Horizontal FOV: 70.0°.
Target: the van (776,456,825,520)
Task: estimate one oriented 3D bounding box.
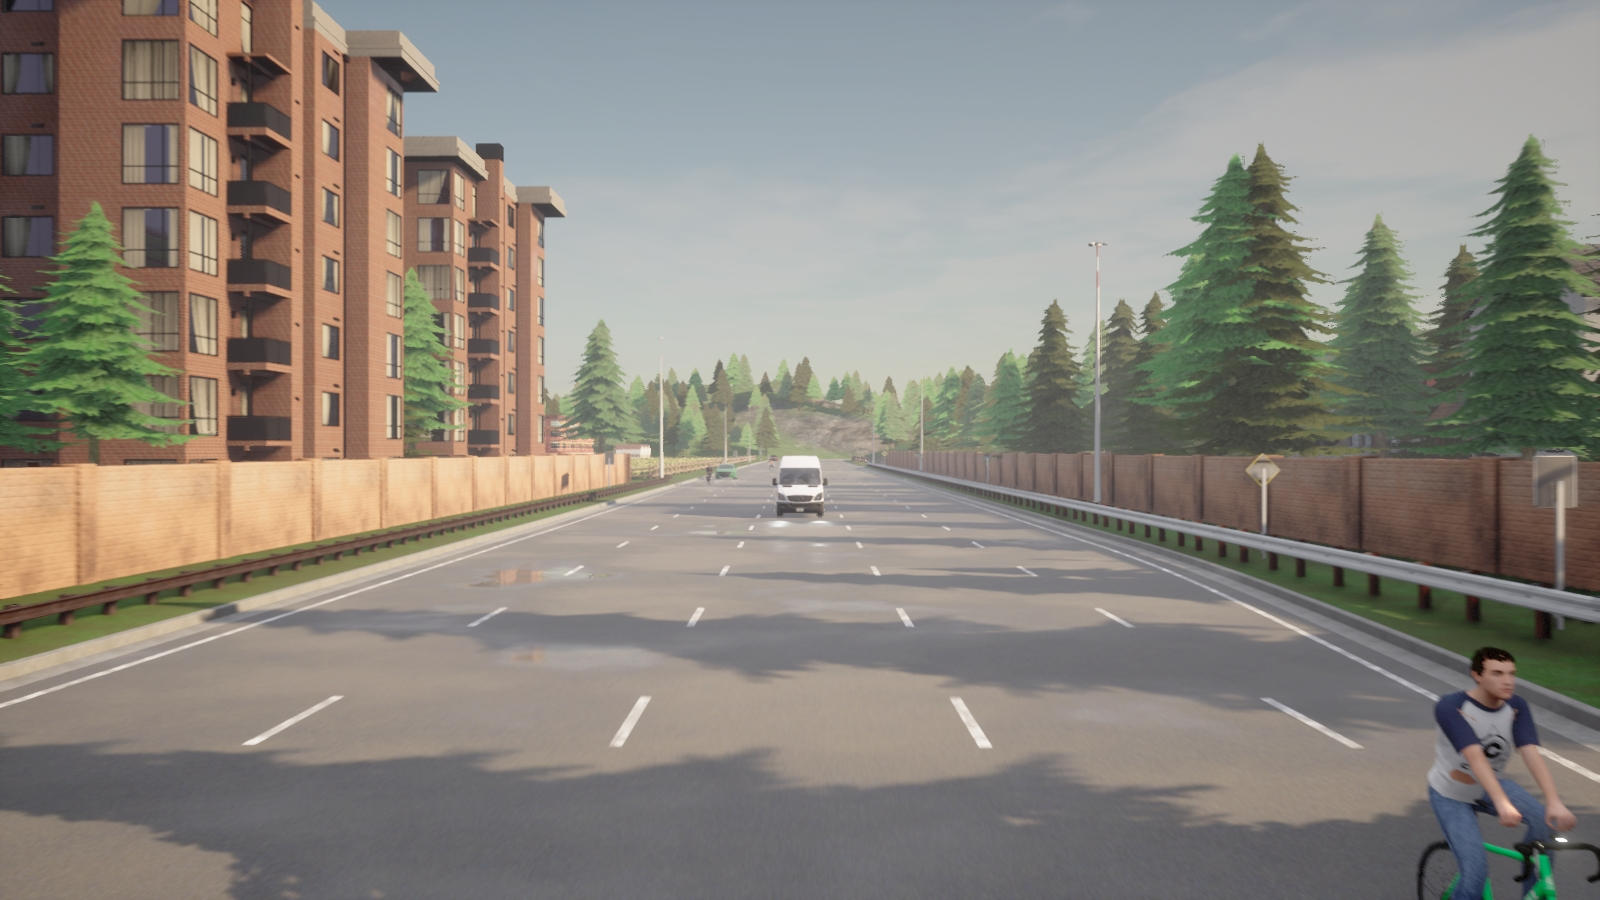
[{"bbox_3d":[0.007,1.534,49.091,1.988,2.561,5.915,0,0,0],"label":"van"}]

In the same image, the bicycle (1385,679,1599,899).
[{"bbox_3d":[3.524,2.056,5.697,0.373,1.496,1.643,0,0,0],"label":"bicycle"}]
